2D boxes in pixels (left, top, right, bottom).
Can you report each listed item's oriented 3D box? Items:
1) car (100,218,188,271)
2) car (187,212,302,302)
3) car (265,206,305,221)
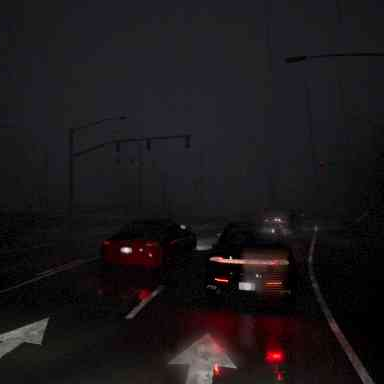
[{"bbox_3d":[-1.245,1.564,11.050,1.994,1.385,4.181,0,0,16],"label":"car"},{"bbox_3d":[1.558,1.492,8.371,2.128,1.511,4.902,0,0,13],"label":"car"},{"bbox_3d":[4.636,1.505,17.249,1.837,1.490,4.892,0,0,21],"label":"car"}]
